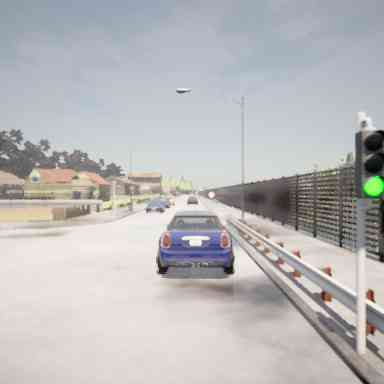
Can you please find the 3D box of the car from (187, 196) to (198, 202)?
[{"bbox_3d":[0.115,1.671,62.049,1.994,1.385,4.181,0,0,0],"label":"car"}]

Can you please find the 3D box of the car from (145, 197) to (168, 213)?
[{"bbox_3d":[-4.078,1.592,37.692,1.812,1.442,4.674,0,0,0],"label":"car"}]

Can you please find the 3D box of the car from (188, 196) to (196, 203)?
[{"bbox_3d":[0.013,1.652,73.861,1.812,1.442,4.674,0,0,0],"label":"car"}]

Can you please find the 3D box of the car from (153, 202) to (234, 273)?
[{"bbox_3d":[0.098,1.370,10.896,2.097,1.767,4.553,0,0,0],"label":"car"}]

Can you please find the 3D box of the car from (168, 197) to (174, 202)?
[{"bbox_3d":[-4.058,1.630,47.459,2.033,1.411,5.357,0,0,0],"label":"car"}]
